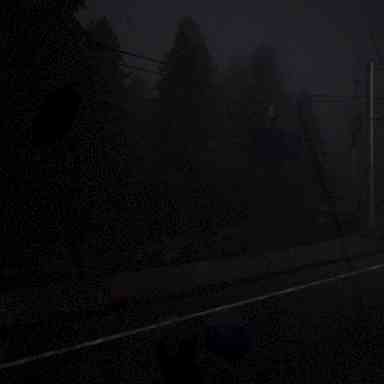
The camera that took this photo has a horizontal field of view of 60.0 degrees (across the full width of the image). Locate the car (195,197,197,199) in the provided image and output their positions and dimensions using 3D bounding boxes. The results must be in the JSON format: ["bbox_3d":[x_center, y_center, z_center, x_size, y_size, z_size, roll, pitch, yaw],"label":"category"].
[{"bbox_3d":[-0.165,1.601,65.211,4.718,1.301,1.895,0,0,27],"label":"car"}]

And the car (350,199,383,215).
[{"bbox_3d":[17.937,1.503,33.490,1.837,1.490,4.892,0,0,-5],"label":"car"}]
